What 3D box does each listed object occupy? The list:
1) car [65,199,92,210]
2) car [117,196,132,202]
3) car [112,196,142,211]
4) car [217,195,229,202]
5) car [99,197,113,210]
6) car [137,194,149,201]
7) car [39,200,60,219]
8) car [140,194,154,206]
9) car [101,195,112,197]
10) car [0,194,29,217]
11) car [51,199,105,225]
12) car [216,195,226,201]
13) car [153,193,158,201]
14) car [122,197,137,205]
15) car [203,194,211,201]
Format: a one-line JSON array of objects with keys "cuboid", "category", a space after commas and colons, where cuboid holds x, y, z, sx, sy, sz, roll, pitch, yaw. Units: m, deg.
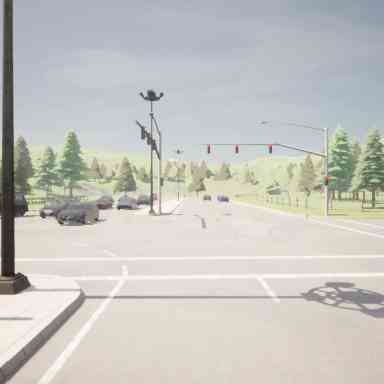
[{"cuboid": [-15.066, 1.600, 44.388, 1.895, 1.301, 4.718, 0, 0, 0], "category": "car"}, {"cuboid": [-14.908, 1.523, 73.686, 2.033, 1.411, 5.357, 0, 0, 0], "category": "car"}, {"cuboid": [-8.069, 1.547, 41.702, 2.033, 1.411, 5.357, 0, 0, 0], "category": "car"}, {"cuboid": [7.095, 1.477, 73.875, 1.882, 1.535, 5.008, 0, 0, 1], "category": "car"}, {"cuboid": [-11.567, 1.600, 42.641, 1.895, 1.301, 4.718, 0, 0, 0], "category": "car"}, {"cuboid": [-11.352, 1.302, 77.444, 1.882, 1.535, 5.008, 0, 0, 1], "category": "car"}, {"cuboid": [-11.577, 1.491, 29.160, 2.128, 1.511, 4.902, 0, 0, 0], "category": "car"}, {"cuboid": [-8.042, 1.477, 56.278, 1.882, 1.535, 5.008, 0, 0, 0], "category": "car"}, {"cuboid": [-15.033, 1.351, 57.927, 2.097, 1.767, 4.553, 0, 0, 0], "category": "car"}, {"cuboid": [-17.015, 1.220, 28.791, 2.150, 2.045, 5.566, 2, 1, 30], "category": "car"}, {"cuboid": [-8.082, 1.504, 24.050, 1.837, 1.490, 4.892, 0, 0, 0], "category": "car"}, {"cuboid": [7.320, 1.524, 84.279, 2.128, 1.511, 4.902, 0, 0, 2], "category": "car"}, {"cuboid": [-7.927, 1.218, 71.799, 2.150, 2.045, 5.566, 0, 0, 0], "category": "car"}, {"cuboid": [-11.515, 1.564, 61.242, 1.994, 1.385, 4.181, 0, 0, 0], "category": "car"}, {"cuboid": [3.812, 1.354, 84.021, 2.097, 1.767, 4.553, 0, 0, 2], "category": "car"}]
